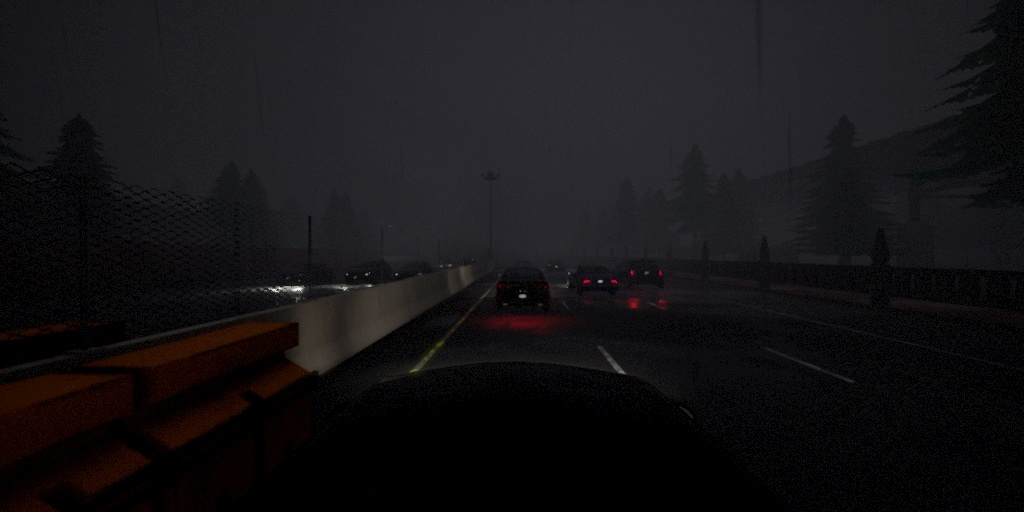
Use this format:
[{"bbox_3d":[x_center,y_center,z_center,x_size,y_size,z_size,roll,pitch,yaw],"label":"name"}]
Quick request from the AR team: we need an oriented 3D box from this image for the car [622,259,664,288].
[{"bbox_3d":[7.691,0.967,22.380,2.097,1.767,4.553,0,0,2],"label":"car"}]

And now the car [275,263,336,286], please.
[{"bbox_3d":[-13.482,1.151,23.607,1.994,1.385,4.181,0,0,2],"label":"car"}]

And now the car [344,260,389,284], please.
[{"bbox_3d":[-9.932,1.084,25.259,1.837,1.490,4.892,0,0,2],"label":"car"}]

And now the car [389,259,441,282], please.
[{"bbox_3d":[-6.456,1.114,24.382,1.812,1.442,4.674,0,0,2],"label":"car"}]

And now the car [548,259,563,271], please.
[{"bbox_3d":[4.664,1.059,39.316,1.994,1.385,4.181,0,0,1],"label":"car"}]

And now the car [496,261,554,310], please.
[{"bbox_3d":[0.434,1.142,14.263,1.882,1.535,5.008,0,1,2],"label":"car"}]

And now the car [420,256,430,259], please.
[{"bbox_3d":[-14.466,0.816,59.710,1.882,1.535,5.008,0,0,-10],"label":"car"}]

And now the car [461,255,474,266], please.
[{"bbox_3d":[-7.588,0.688,60.882,2.097,1.767,4.553,0,0,-10],"label":"car"}]

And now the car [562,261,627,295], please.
[{"bbox_3d":[4.077,1.184,18.677,2.033,1.411,5.357,0,0,2],"label":"car"}]
